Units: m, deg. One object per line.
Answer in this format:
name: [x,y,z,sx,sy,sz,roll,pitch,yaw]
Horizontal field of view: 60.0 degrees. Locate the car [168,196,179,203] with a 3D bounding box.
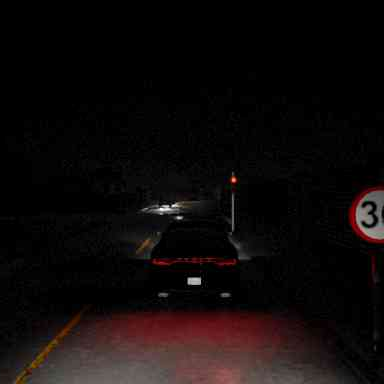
car: [-3.864,1.595,70.404,1.895,1.301,4.718,0,0,0]

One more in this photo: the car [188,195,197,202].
car: [0.138,1.339,71.329,1.812,1.442,4.674,0,0,0]

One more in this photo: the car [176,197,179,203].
car: [-3.956,1.492,60.353,2.128,1.511,4.902,0,0,0]

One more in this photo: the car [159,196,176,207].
car: [-3.997,1.491,50.872,2.128,1.511,4.902,0,0,0]

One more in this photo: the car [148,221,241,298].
car: [0.068,1.478,8.554,1.882,1.535,5.008,0,0,1]
